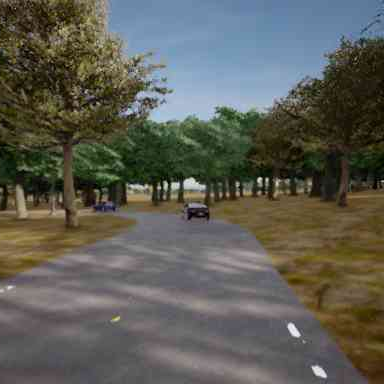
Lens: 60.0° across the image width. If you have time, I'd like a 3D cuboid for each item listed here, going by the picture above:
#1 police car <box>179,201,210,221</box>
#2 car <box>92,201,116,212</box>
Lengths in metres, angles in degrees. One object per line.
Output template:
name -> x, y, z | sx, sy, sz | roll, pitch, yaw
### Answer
police car -> 0.125, 1.633, 29.610 | 1.930, 1.638, 5.238 | 0, -1, -13
car -> -14.099, 2.227, 53.099 | 4.553, 1.767, 2.097 | -2, -1, 43
